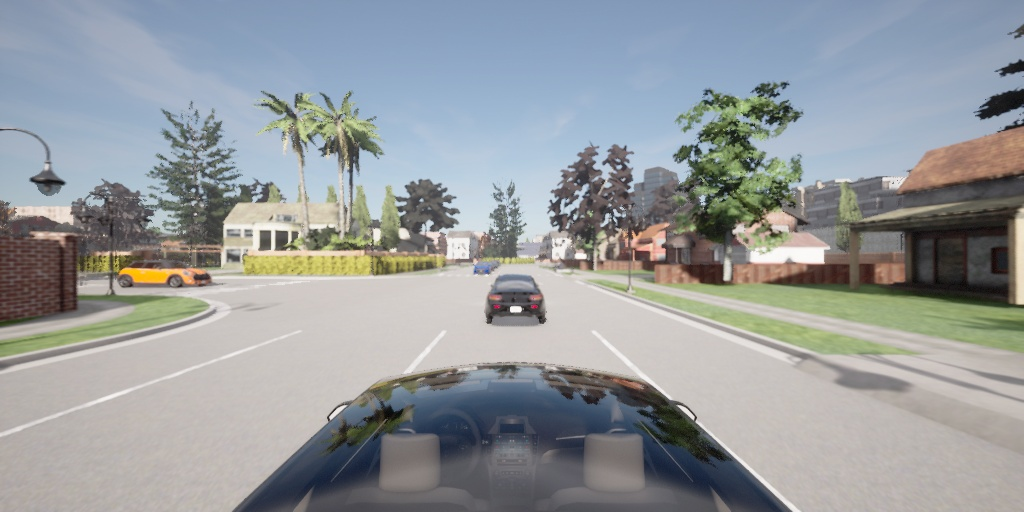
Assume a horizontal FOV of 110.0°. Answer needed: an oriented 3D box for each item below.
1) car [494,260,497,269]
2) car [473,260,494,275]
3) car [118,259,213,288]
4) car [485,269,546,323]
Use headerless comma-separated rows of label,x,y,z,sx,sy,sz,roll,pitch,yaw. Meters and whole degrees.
car,-3.576,1.550,53.507,1.812,1.442,4.674,0,0,0
car,-3.587,1.449,43.604,1.882,1.535,5.008,0,0,0
car,-21.577,1.051,22.490,4.553,1.767,2.097,0,0,0
car,0.101,1.332,12.322,1.812,1.442,4.674,0,0,0
